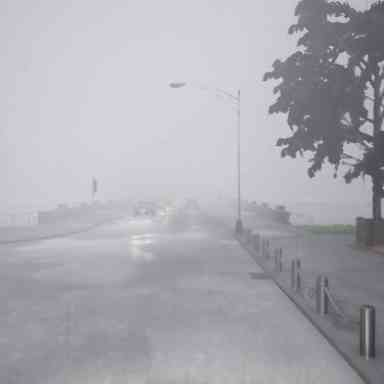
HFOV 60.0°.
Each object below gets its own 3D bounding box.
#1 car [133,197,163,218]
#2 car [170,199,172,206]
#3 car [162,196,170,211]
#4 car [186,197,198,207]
[{"bbox_3d":[-4.102,1.438,30.061,2.128,1.511,4.902,0,0,0],"label":"car"},{"bbox_3d":[-4.065,1.403,49.879,2.128,1.511,4.902,0,0,0],"label":"car"},{"bbox_3d":[-4.096,1.407,39.609,1.882,1.535,5.008,0,0,0],"label":"car"},{"bbox_3d":[-0.002,1.459,49.699,2.033,1.411,5.357,0,0,0],"label":"car"}]
